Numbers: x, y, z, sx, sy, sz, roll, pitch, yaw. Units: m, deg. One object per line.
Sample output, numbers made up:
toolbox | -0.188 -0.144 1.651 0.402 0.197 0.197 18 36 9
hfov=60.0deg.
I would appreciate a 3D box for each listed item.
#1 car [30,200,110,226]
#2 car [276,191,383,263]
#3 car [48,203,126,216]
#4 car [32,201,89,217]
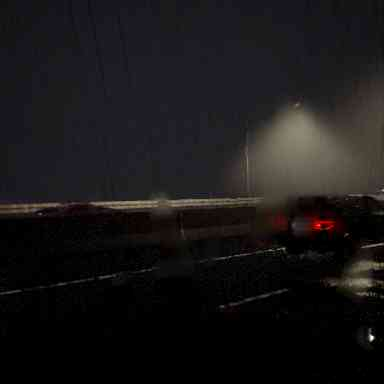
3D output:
car | -8.584 1.426 23.560 4.902 1.511 2.128 -1 0 -35
car | 5.406 1.110 11.722 5.566 2.045 2.150 -1 0 -35
car | -4.998 1.504 17.526 4.181 1.385 1.994 -1 0 -35
car | -7.126 1.467 20.311 4.674 1.442 1.812 -1 0 -35
